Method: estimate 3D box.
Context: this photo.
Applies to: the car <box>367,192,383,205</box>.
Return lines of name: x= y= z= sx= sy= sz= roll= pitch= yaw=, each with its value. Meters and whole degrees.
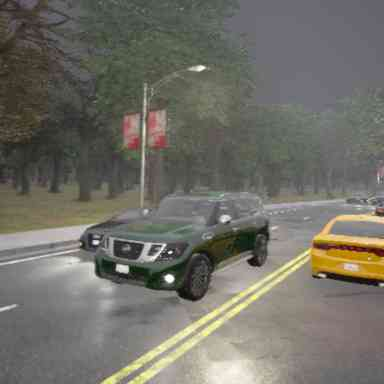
car: x=24.442 y=0.822 z=42.321 sx=2.097 sy=1.767 sz=4.553 roll=2 pitch=2 yaw=43

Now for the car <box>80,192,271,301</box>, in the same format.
car: x=0.218 y=1.030 z=8.423 sx=2.150 sy=2.045 sz=5.566 roll=2 pitch=1 yaw=33

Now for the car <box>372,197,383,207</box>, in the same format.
car: x=15.012 y=1.306 z=24.896 sx=1.895 sy=1.301 sz=4.718 roll=2 pitch=2 yaw=34

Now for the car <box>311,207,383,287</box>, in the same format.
car: x=4.583 y=1.352 z=8.850 sx=1.882 sy=1.535 sz=5.008 roll=2 pitch=1 yaw=33

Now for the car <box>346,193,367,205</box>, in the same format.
car: x=22.397 y=0.894 z=44.908 sx=1.837 sy=1.490 sz=4.892 roll=2 pitch=1 yaw=43
